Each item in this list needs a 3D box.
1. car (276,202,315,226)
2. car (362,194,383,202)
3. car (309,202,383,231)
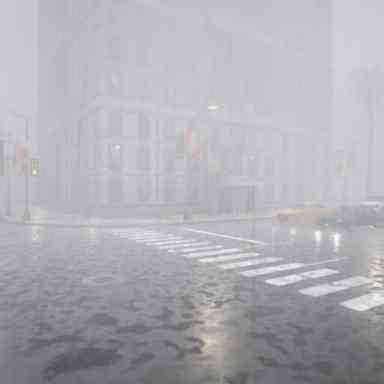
[{"bbox_3d":[8.178,1.477,23.864,5.008,1.535,1.882,0,0,-33],"label":"car"},{"bbox_3d":[16.697,1.220,29.434,5.566,2.045,2.150,0,0,-33],"label":"car"},{"bbox_3d":[10.086,1.547,20.933,5.357,1.411,2.033,0,0,-33],"label":"car"}]
